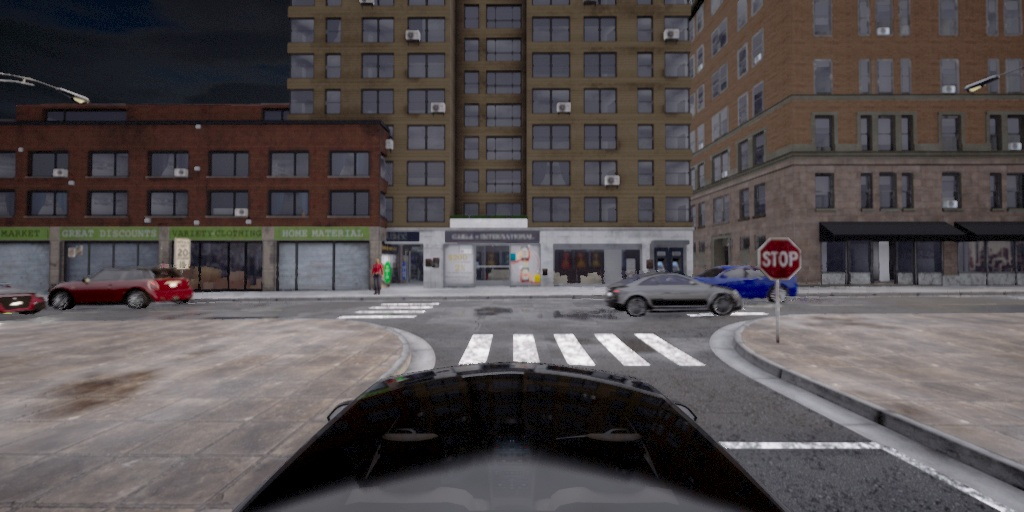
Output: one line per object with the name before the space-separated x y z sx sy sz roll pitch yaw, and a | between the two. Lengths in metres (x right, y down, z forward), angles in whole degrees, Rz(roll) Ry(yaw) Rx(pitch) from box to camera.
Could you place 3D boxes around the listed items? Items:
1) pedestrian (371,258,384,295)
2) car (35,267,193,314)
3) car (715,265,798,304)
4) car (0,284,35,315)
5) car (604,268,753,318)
pedestrian | -6.781 1.012 18.035 0.375 1.860 0.375 0 0 0
car | -16.446 1.285 15.187 4.553 1.767 2.097 -1 -1 0
car | 9.040 1.146 15.015 5.008 1.535 1.882 -1 -1 0
car | -18.900 1.477 12.249 4.181 1.385 1.994 -1 -1 0
car | 5.274 1.236 12.072 4.181 1.385 1.994 -1 -1 0
